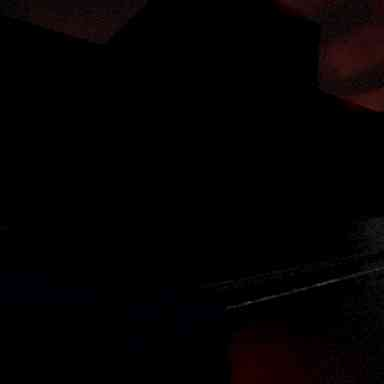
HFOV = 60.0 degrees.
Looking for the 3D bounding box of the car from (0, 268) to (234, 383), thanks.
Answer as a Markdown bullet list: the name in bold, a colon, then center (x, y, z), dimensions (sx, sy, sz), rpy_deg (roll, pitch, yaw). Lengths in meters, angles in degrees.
- **car**: center (-1.917, 1.477, 2.624), dimensions (5.008, 1.535, 1.882), rpy_deg (1, 0, -35)
